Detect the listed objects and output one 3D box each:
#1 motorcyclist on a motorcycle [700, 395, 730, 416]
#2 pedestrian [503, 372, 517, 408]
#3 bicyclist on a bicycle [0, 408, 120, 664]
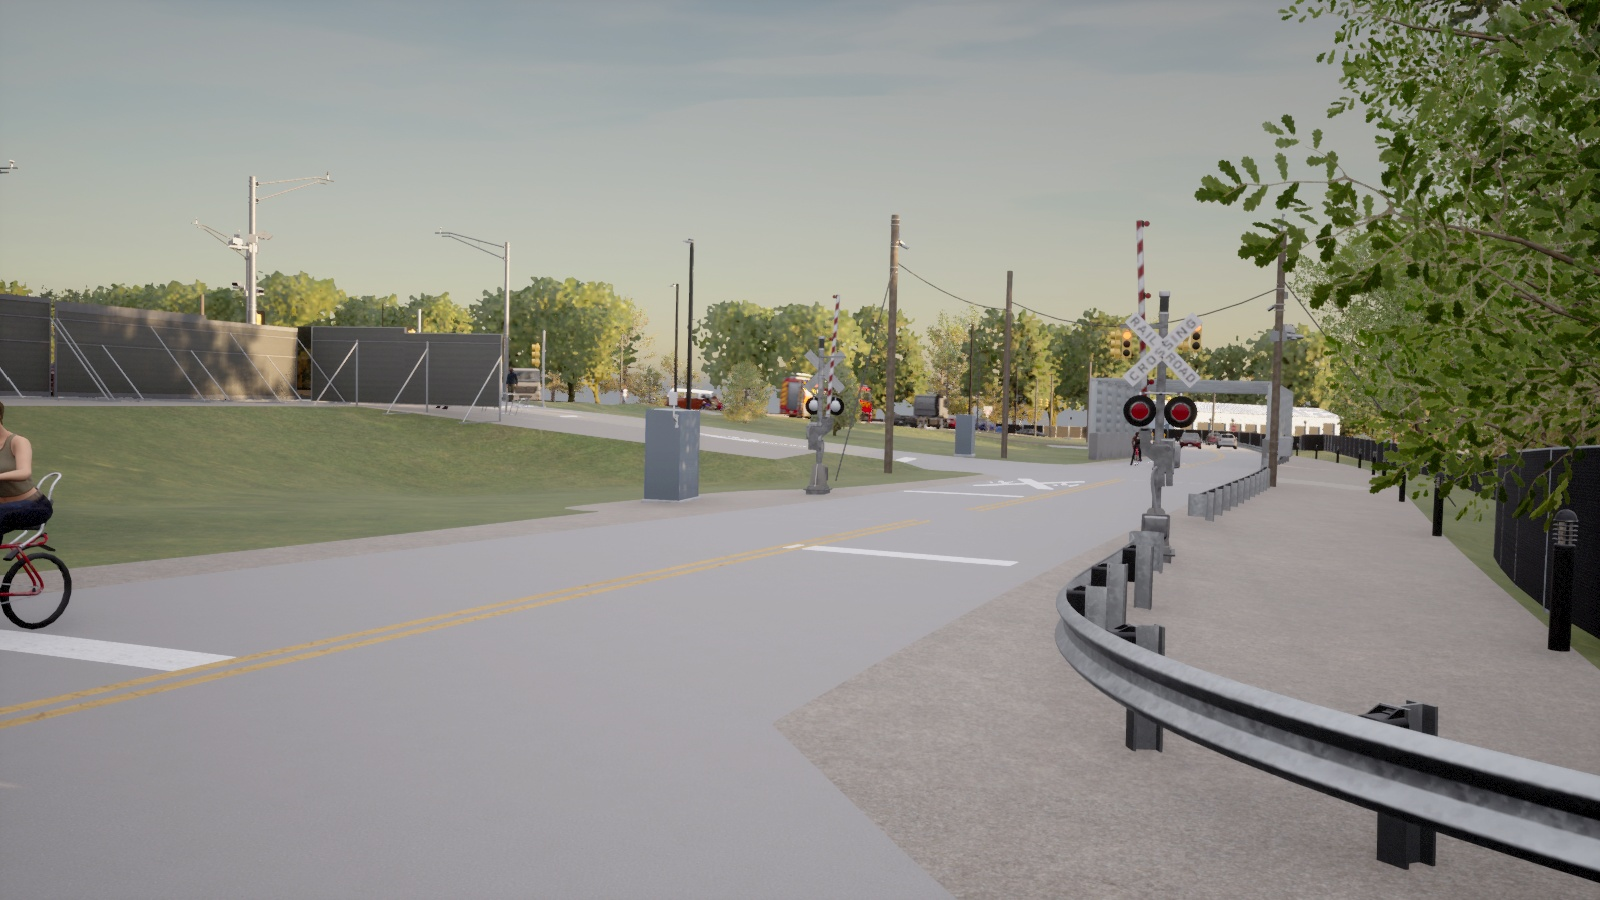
[{"bbox_3d":[-6.593,-3.450,97.312,2.191,1.530,0.866,2,1,-38],"label":"motorcyclist on a motorcycle"},{"bbox_3d":[-15.090,-3.130,65.259,0.402,1.842,0.726,1,3,17],"label":"pedestrian"},{"bbox_3d":[-5.397,0.536,8.177,0.866,1.612,1.509,1,1,19],"label":"bicyclist on a bicycle"}]
